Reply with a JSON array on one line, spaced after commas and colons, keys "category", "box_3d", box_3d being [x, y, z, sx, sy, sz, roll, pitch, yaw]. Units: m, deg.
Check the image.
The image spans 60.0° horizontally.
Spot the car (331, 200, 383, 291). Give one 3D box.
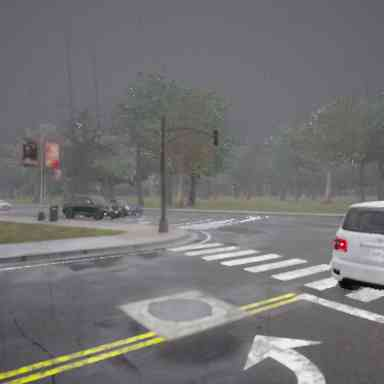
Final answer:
[{"category": "car", "box_3d": [5.334, 1.214, 8.017, 2.150, 2.045, 5.566, 0, 1, 45]}]

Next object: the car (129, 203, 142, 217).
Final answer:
[{"category": "car", "box_3d": [-6.737, 1.384, 30.492, 4.553, 1.767, 2.097, 0, 0, 32]}]

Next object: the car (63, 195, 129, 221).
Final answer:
[{"category": "car", "box_3d": [-8.289, 1.245, 27.625, 5.566, 2.045, 2.150, 0, 0, 32]}]

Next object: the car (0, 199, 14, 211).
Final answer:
[{"category": "car", "box_3d": [-24.317, 1.623, 41.644, 4.674, 1.442, 1.812, 0, 0, 33]}]

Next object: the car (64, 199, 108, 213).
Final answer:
[{"category": "car", "box_3d": [-12.185, 1.553, 38.018, 4.902, 1.511, 2.128, 0, 0, 32]}]
